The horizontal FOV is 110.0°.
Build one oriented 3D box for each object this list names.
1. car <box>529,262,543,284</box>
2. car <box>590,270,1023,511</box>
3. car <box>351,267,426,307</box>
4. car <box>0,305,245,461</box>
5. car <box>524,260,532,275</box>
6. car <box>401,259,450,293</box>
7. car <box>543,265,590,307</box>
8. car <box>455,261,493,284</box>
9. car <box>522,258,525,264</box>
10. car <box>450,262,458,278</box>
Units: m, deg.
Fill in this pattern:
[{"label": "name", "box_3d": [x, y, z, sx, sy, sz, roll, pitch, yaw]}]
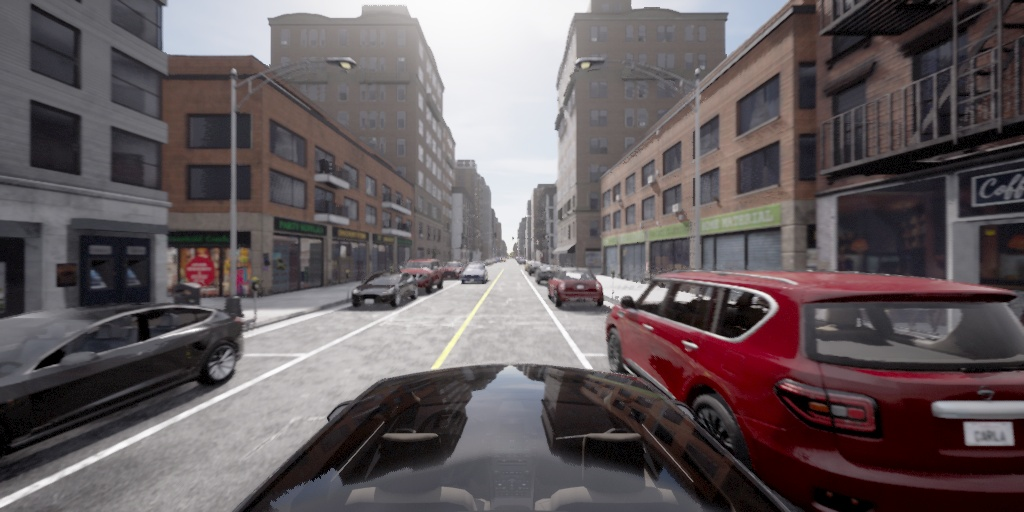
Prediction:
[{"label": "car", "box_3d": [2.635, 1.358, 27.094, 2.007, 1.370, 4.403, 0, 0, 0]}, {"label": "car", "box_3d": [2.637, 1.071, 4.369, 2.192, 1.841, 5.009, 0, 0, 0]}, {"label": "car", "box_3d": [-5.389, 1.348, 15.726, 1.948, 1.339, 4.313, 0, 0, 0]}, {"label": "car", "box_3d": [-5.388, 1.322, 4.363, 1.948, 1.339, 4.313, 0, 0, 0]}, {"label": "car", "box_3d": [2.634, 1.399, 38.457, 1.948, 1.339, 4.313, 0, 0, 0]}, {"label": "car", "box_3d": [-5.389, 1.110, 21.408, 2.192, 1.841, 5.009, 0, 0, 0]}, {"label": "car", "box_3d": [2.636, 1.222, 15.732, 1.967, 1.591, 4.097, 0, 0, 0]}, {"label": "car", "box_3d": [-2.853, 1.358, 28.160, 2.033, 1.411, 5.357, 0, 0, 0]}, {"label": "car", "box_3d": [2.633, 1.383, 49.989, 1.751, 1.417, 4.829, 0, 0, 0]}, {"label": "car", "box_3d": [-5.390, 1.261, 32.771, 1.967, 1.591, 4.097, 0, 0, 0]}]
